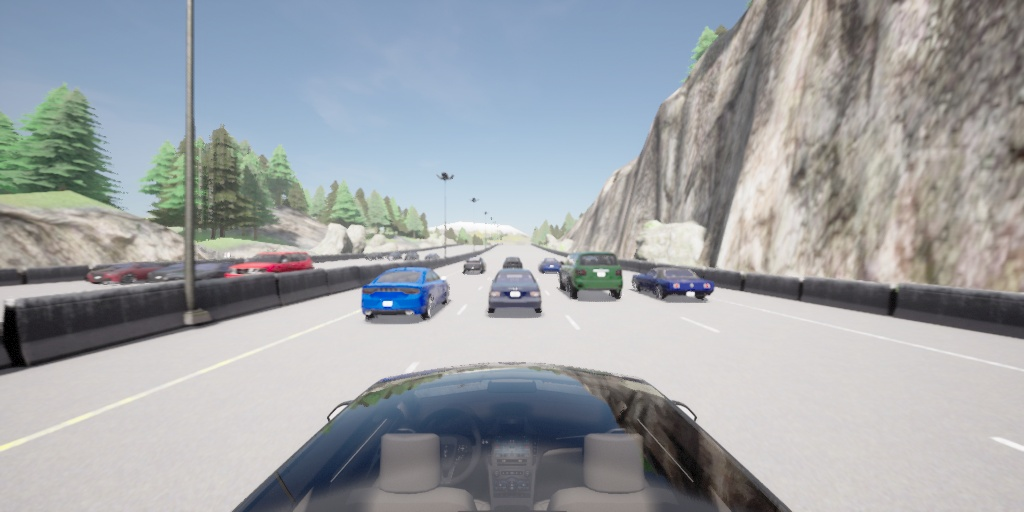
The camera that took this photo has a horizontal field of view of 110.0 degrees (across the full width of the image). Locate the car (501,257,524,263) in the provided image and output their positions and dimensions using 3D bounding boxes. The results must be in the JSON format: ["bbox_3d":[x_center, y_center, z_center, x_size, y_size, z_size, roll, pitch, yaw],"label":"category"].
[{"bbox_3d":[0.083,0.811,33.634,1.837,1.490,4.892,0,1,0],"label":"car"}]

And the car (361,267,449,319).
[{"bbox_3d":[-3.409,1.122,12.308,1.882,1.535,5.008,0,1,0],"label":"car"}]

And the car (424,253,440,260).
[{"bbox_3d":[-14.042,0.111,63.334,2.033,1.411,5.357,0,2,0],"label":"car"}]

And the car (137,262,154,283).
[{"bbox_3d":[-21.108,1.056,23.400,1.994,1.385,4.181,0,1,0],"label":"car"}]

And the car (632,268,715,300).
[{"bbox_3d":[7.093,1.190,16.437,1.895,1.301,4.718,0,1,0],"label":"car"}]

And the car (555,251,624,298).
[{"bbox_3d":[3.593,0.802,17.137,2.150,2.045,5.566,0,1,0],"label":"car"}]

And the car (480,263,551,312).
[{"bbox_3d":[0.094,1.177,13.476,2.033,1.411,5.357,0,1,0],"label":"car"}]

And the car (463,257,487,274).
[{"bbox_3d":[-3.417,0.800,33.511,2.128,1.511,4.902,0,1,0],"label":"car"}]

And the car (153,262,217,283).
[{"bbox_3d":[-17.609,1.071,21.432,2.033,1.411,5.357,0,1,0],"label":"car"}]

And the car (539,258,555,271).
[{"bbox_3d":[3.583,0.859,34.158,1.994,1.385,4.181,0,1,0],"label":"car"}]

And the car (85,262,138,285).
[{"bbox_3d":[-24.608,1.059,23.280,1.994,1.385,4.181,0,1,0],"label":"car"}]

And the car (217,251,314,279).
[{"bbox_3d":[-14.109,0.744,21.393,2.150,2.045,5.566,0,1,0],"label":"car"}]
